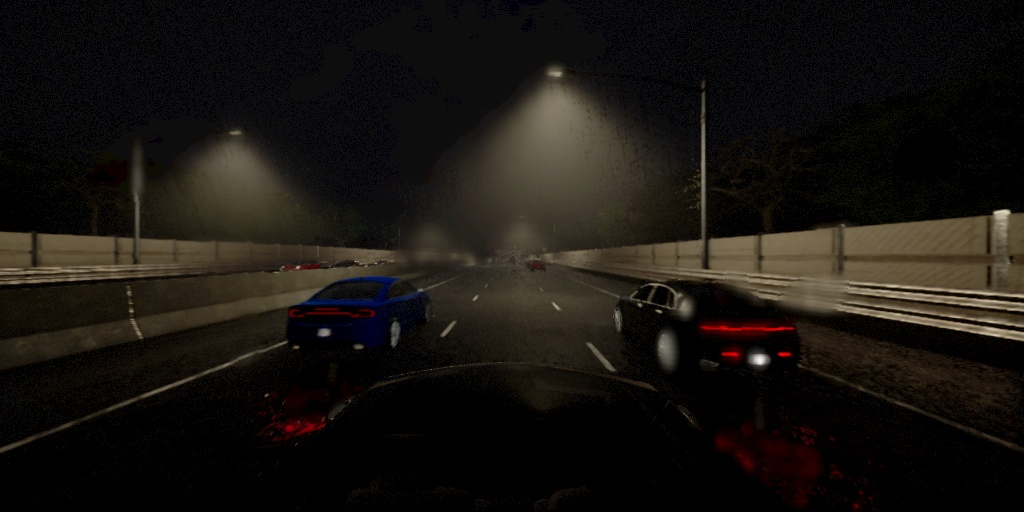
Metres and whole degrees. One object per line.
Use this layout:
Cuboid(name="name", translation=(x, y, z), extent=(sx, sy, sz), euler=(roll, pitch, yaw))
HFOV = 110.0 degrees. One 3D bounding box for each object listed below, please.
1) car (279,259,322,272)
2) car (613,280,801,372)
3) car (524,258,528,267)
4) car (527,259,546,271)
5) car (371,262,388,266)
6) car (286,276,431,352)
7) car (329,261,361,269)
Cuboid(name="car", translation=(-21.051, 1.141, 35.900), extent=(2.097, 1.767, 4.553), euler=(0, 0, 0))
Cuboid(name="car", translation=(3.603, 1.259, 7.641), extent=(1.837, 1.490, 4.892), euler=(0, 0, 0))
Cuboid(name="car", translation=(3.532, 1.319, 60.297), extent=(2.128, 1.511, 4.902), euler=(0, 0, 0))
Cuboid(name="car", translation=(3.526, 1.285, 49.296), extent=(1.882, 1.535, 5.008), euler=(0, 0, 0))
Cuboid(name="car", translation=(-14.049, 1.355, 38.421), extent=(1.994, 1.385, 4.181), euler=(0, 0, 0))
Cuboid(name="car", translation=(-3.396, 1.234, 8.964), extent=(1.882, 1.535, 5.008), euler=(0, 0, 0))
Cuboid(name="car", translation=(-17.541, 1.295, 37.864), extent=(1.837, 1.490, 4.892), euler=(0, 0, 0))
